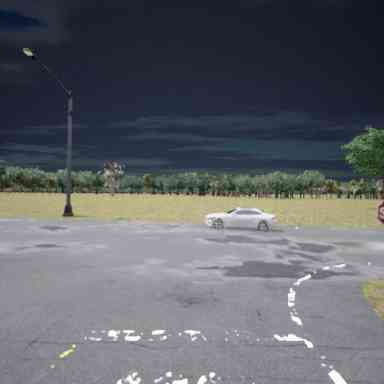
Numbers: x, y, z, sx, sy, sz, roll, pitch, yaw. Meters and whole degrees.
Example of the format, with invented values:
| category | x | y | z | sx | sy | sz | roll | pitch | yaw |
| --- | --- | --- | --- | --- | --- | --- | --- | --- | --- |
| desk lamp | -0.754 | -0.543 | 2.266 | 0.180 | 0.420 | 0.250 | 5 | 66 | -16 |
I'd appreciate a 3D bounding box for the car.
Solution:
| category | x | y | z | sx | sy | sz | roll | pitch | yaw |
| --- | --- | --- | --- | --- | --- | --- | --- | --- | --- |
| car | 3.252 | 1.738 | 21.915 | 4.674 | 1.442 | 1.812 | 2 | 0 | 0 |
